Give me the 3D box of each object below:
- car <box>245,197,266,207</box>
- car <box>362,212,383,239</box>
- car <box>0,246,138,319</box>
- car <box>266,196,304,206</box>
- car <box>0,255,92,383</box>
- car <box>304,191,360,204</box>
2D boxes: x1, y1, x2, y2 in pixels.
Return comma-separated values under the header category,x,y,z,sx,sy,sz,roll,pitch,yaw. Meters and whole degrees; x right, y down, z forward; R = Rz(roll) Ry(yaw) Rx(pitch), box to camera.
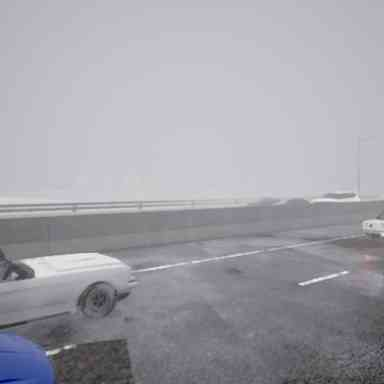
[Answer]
category,x,y,z,sx,sy,sz,roll,pitch,yaw
car,7.725,1.226,35.016,4.902,1.511,2.128,-1,0,-34
car,9.719,1.437,14.868,4.718,1.301,1.895,-1,0,-35
car,-3.370,1.592,5.634,4.718,1.301,1.895,-1,0,-35
car,9.688,1.262,32.121,4.674,1.442,1.812,-1,0,-34
car,-3.236,1.494,1.430,5.008,1.535,1.882,-1,1,-36
car,13.019,0.946,30.168,5.566,2.045,2.150,-1,0,-34
